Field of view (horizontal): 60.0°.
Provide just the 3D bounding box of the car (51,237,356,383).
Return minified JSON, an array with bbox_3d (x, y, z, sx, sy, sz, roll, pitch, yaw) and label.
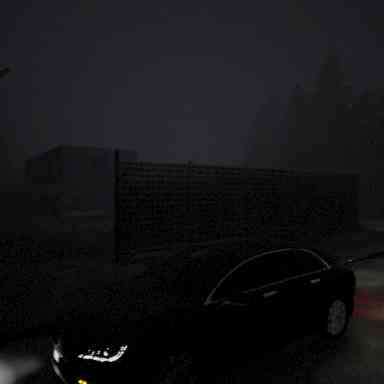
[{"bbox_3d":[0.533,1.505,4.968,4.892,1.490,1.837,0,0,-35],"label":"car"}]
